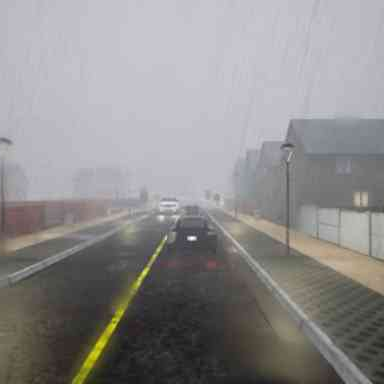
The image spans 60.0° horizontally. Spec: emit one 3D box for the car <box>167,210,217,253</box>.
[{"bbox_3d":[0.004,1.702,14.292,1.994,1.385,4.181,0,-1,0],"label":"car"}]

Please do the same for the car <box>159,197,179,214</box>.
[{"bbox_3d":[-2.754,1.596,40.711,2.150,2.045,5.566,0,-1,0],"label":"car"}]

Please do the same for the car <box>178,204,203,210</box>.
[{"bbox_3d":[0.003,1.807,29.394,1.812,1.442,4.674,0,0,0],"label":"car"}]
